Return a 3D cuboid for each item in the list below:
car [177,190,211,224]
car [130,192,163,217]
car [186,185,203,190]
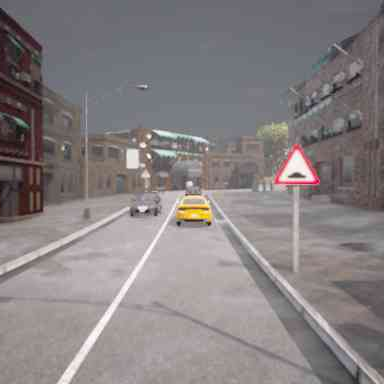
[{"bbox_3d":[0.101,0.950,19.839,1.882,1.535,5.008,0,3,0],"label":"car"},{"bbox_3d":[-3.086,0.773,23.096,2.128,1.511,4.902,0,3,0],"label":"car"},{"bbox_3d":[0.230,-0.055,38.549,2.033,1.411,5.357,0,3,3],"label":"car"}]
